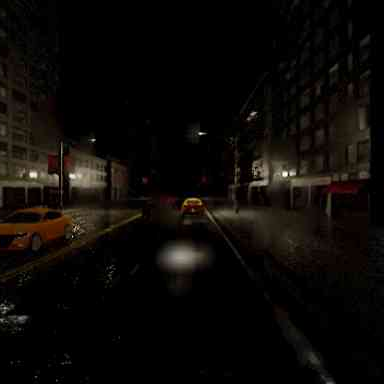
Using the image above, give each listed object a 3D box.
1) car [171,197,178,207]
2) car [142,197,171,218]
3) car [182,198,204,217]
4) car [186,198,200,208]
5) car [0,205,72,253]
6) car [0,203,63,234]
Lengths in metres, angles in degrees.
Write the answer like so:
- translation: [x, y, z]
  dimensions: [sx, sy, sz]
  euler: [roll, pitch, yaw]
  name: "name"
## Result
- translation: [-3.169, 1.401, 47.854]
  dimensions: [1.812, 1.442, 4.674]
  euler: [0, 0, 0]
  name: "car"
- translation: [-3.162, 1.400, 29.263]
  dimensions: [1.882, 1.535, 5.008]
  euler: [0, 0, 0]
  name: "car"
- translation: [0.088, 1.397, 30.552]
  dimensions: [1.882, 1.535, 5.008]
  euler: [0, 0, 0]
  name: "car"
- translation: [0.082, 1.479, 46.763]
  dimensions: [1.895, 1.301, 4.718]
  euler: [0, 0, 0]
  name: "car"
- translation: [-6.603, 1.440, 13.758]
  dimensions: [1.882, 1.535, 5.008]
  euler: [0, 0, 0]
  name: "car"
- translation: [-9.851, 1.493, 20.129]
  dimensions: [2.033, 1.411, 5.357]
  euler: [0, 0, 0]
  name: "car"
